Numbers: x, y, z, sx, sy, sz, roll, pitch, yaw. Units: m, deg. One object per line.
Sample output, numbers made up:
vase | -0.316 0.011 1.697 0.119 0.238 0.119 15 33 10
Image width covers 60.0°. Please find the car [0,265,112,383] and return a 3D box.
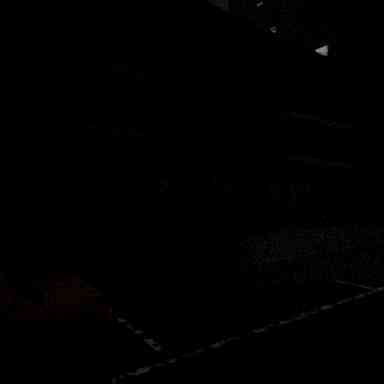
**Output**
car | -3.367 1.525 3.673 4.829 1.417 1.752 0 2 -35
